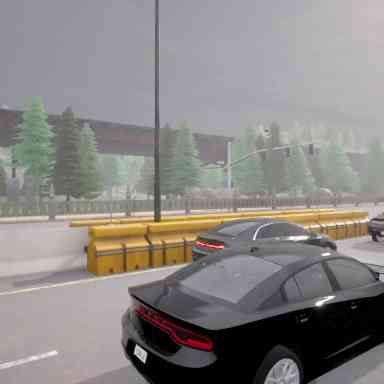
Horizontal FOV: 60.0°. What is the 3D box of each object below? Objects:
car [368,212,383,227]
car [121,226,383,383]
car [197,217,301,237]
[{"bbox_3d":[9.931,1.491,15.135,4.902,1.511,2.128,0,0,-36],"label":"car"},{"bbox_3d":[1.494,1.478,4.812,5.008,1.535,1.882,0,0,-36],"label":"car"},{"bbox_3d":[2.263,1.505,9.663,4.892,1.490,1.837,0,0,-35],"label":"car"}]
